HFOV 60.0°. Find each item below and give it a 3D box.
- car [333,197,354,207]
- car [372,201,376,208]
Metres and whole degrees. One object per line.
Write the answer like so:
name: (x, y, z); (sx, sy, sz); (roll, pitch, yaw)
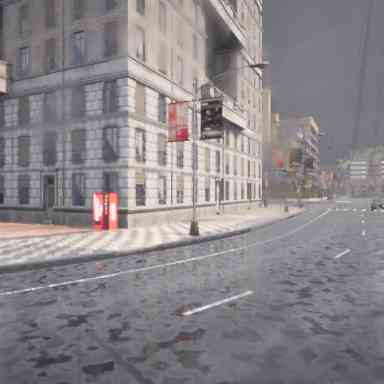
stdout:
car: (16.033, 1.139, 35.152); (1.812, 1.442, 4.674); (0, 0, 27)
car: (19.157, 1.206, 33.572); (1.994, 1.385, 4.181); (0, 0, 27)
